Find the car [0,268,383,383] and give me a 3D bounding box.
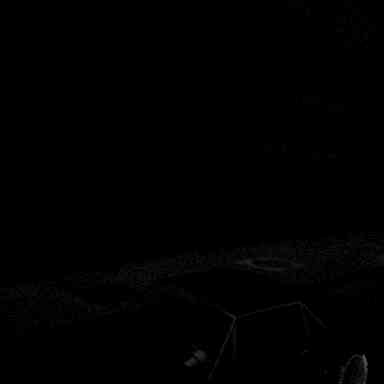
[{"bbox_3d":[0.070,1.615,3.429,4.718,1.301,1.895,1,0,-36],"label":"car"}]
